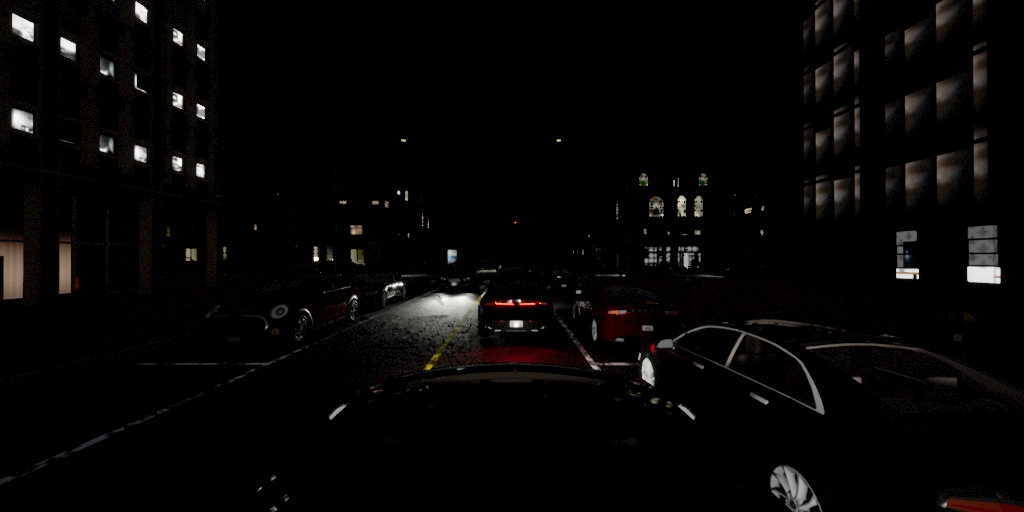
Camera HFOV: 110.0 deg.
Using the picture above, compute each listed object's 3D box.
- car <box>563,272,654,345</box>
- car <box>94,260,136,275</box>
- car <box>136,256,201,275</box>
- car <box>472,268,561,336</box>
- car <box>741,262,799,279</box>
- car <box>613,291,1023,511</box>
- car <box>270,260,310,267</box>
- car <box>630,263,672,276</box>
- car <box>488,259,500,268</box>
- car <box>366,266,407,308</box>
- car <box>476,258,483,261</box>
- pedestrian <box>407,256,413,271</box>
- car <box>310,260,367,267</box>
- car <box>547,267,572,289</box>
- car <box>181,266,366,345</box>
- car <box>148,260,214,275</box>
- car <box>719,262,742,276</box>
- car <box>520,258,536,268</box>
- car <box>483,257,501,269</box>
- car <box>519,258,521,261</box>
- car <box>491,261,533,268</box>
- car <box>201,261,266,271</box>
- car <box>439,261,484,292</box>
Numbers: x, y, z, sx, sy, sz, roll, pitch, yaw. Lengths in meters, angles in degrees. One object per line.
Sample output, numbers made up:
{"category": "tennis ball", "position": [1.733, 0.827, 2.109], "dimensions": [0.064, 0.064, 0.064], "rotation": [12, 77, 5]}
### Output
{"category": "car", "position": [2.685, 1.295, 9.326], "dimensions": [1.888, 1.381, 4.507], "rotation": [0, 0, 0]}
{"category": "car", "position": [-36.513, 1.125, 33.253], "dimensions": [4.403, 1.370, 2.007], "rotation": [0, 0, 1]}
{"category": "car", "position": [-30.976, 0.912, 33.172], "dimensions": [5.009, 1.841, 2.192], "rotation": [0, 0, 1]}
{"category": "car", "position": [0.094, 1.254, 10.342], "dimensions": [1.837, 1.490, 4.892], "rotation": [0, 0, 0]}
{"category": "car", "position": [23.618, 1.428, 32.340], "dimensions": [4.207, 1.307, 1.802], "rotation": [0, 0, 1]}
{"category": "car", "position": [2.689, 1.300, 3.634], "dimensions": [2.007, 1.370, 4.403], "rotation": [0, 0, 0]}
{"category": "car", "position": [-25.485, 1.191, 41.473], "dimensions": [4.829, 1.417, 1.751], "rotation": [0, 0, 1]}
{"category": "car", "position": [14.782, 1.397, 38.296], "dimensions": [4.181, 1.385, 1.994], "rotation": [0, 0, 1]}
{"category": "car", "position": [-3.114, 1.253, 63.192], "dimensions": [1.837, 1.490, 4.892], "rotation": [0, 0, 0]}
{"category": "car", "position": [-5.700, 1.300, 15.029], "dimensions": [2.007, 1.370, 4.403], "rotation": [0, 0, 0]}
{"category": "car", "position": [-5.730, 1.330, 53.107], "dimensions": [1.802, 1.307, 4.207], "rotation": [0, 0, 0]}
{"category": "pedestrian", "position": [-12.585, 0.878, 44.235], "dimensions": [0.375, 1.860, 0.375], "rotation": [0, -1, 1]}
{"category": "car", "position": [-16.777, 1.163, 35.569], "dimensions": [4.902, 1.511, 2.128], "rotation": [0, 0, 0]}
{"category": "car", "position": [2.676, 1.299, 20.710], "dimensions": [2.007, 1.370, 4.403], "rotation": [0, 0, 0]}
{"category": "car", "position": [-5.696, 1.189, 9.337], "dimensions": [1.967, 1.591, 4.097], "rotation": [0, 0, 0]}
{"category": "car", "position": [-32.979, 1.109, 35.800], "dimensions": [4.892, 1.490, 1.837], "rotation": [0, 0, 1]}
{"category": "car", "position": [24.597, 1.408, 38.157], "dimensions": [4.674, 1.442, 1.812], "rotation": [0, 0, 1]}
{"category": "car", "position": [2.650, 1.314, 53.101], "dimensions": [1.948, 1.339, 4.313], "rotation": [0, 0, 0]}
{"category": "car", "position": [-3.124, 1.226, 53.781], "dimensions": [1.882, 1.535, 5.008], "rotation": [0, 0, 1]}
{"category": "car", "position": [2.641, 1.330, 64.143], "dimensions": [1.802, 1.307, 4.207], "rotation": [0, 0, 0]}
{"category": "car", "position": [0.081, 1.227, 20.531], "dimensions": [1.882, 1.535, 5.008], "rotation": [0, 0, 2]}
{"category": "car", "position": [-25.440, 1.172, 33.091], "dimensions": [4.403, 1.370, 2.007], "rotation": [0, 0, 1]}
{"category": "car", "position": [-3.115, 1.241, 21.645], "dimensions": [2.128, 1.511, 4.902], "rotation": [0, 0, 0]}
